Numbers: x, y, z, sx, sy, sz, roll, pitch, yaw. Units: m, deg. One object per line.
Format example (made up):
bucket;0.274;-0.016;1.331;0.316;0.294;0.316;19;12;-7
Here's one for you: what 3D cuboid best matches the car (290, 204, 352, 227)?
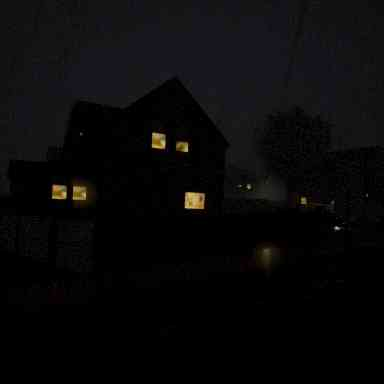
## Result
car;7.831;1.510;22.369;2.033;1.411;5.357;4;-2;-34
